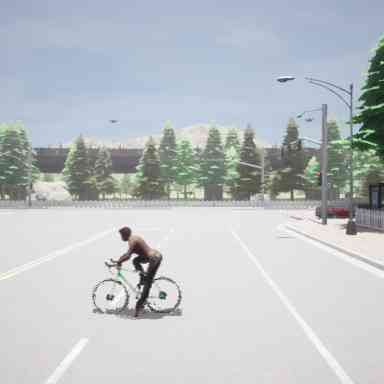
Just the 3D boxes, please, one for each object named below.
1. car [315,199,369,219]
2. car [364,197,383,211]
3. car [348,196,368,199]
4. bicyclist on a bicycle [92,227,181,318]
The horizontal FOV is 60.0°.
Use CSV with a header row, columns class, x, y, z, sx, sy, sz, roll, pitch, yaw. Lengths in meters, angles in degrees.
class,x,y,z,sx,sy,sz,roll,pitch,yaw
car,12.371,1.507,27.348,4.181,1.385,1.994,0,0,-1
car,20.536,1.508,34.328,4.181,1.385,1.994,0,0,2
car,18.542,1.300,37.902,4.553,1.767,2.097,0,0,2
bicyclist on a bicycle,-1.032,1.455,6.088,1.656,1.620,0.582,-2,0,2
